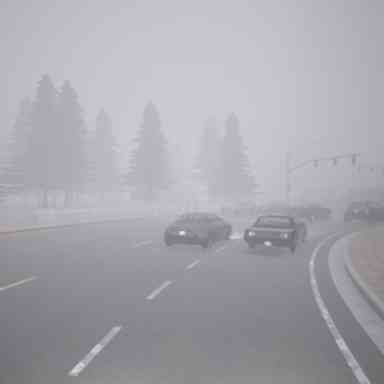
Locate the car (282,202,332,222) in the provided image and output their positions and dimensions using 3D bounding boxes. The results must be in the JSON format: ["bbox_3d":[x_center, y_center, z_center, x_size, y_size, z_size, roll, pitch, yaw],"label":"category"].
[{"bbox_3d":[9.894,1.607,27.787,5.008,1.535,1.882,1,0,-44],"label":"car"}]

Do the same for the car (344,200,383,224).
[{"bbox_3d":[14.114,1.507,26.577,4.553,1.767,2.097,0,0,-39],"label":"car"}]

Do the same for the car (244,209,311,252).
[{"bbox_3d":[3.790,1.652,14.412,1.895,1.301,4.718,1,0,25],"label":"car"}]

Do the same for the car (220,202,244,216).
[{"bbox_3d":[4.916,1.613,33.163,4.718,1.301,1.895,1,0,-41],"label":"car"}]

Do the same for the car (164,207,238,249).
[{"bbox_3d":[0.399,1.596,15.020,1.994,1.385,4.181,0,0,23],"label":"car"}]

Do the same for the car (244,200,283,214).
[{"bbox_3d":[7.254,1.443,30.557,4.674,1.442,1.812,1,0,-41],"label":"car"}]
